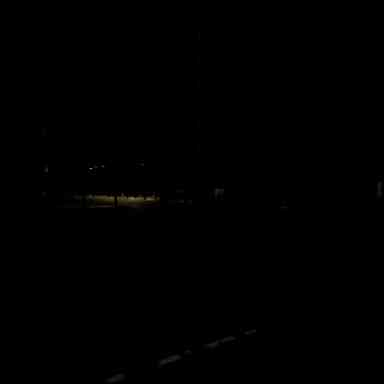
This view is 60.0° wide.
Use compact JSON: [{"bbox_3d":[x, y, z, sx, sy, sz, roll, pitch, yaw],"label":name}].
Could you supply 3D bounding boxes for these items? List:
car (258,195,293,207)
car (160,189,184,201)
[{"bbox_3d":[10.081,1.062,40.573,1.812,1.442,4.674,0,0,-36],"label":"car"},{"bbox_3d":[-3.665,0.515,59.452,2.150,2.045,5.566,0,0,-36],"label":"car"}]
